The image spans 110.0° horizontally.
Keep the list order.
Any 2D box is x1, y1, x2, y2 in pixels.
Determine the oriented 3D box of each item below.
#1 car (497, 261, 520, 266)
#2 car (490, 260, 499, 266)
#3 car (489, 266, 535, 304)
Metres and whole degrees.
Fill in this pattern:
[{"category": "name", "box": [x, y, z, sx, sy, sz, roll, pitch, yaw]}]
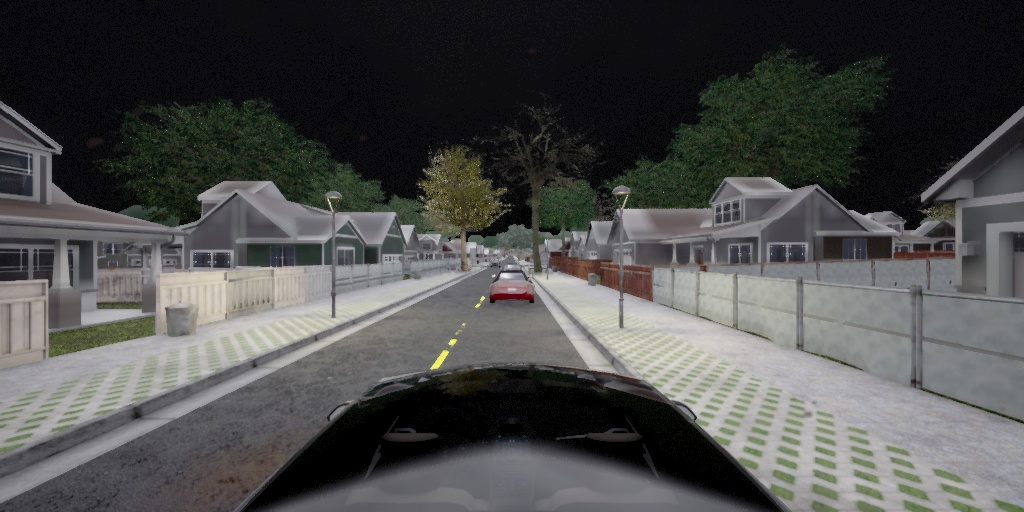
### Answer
[{"category": "car", "box": [0.000, 1.322, 31.501, 2.033, 1.411, 5.357, 0, 0, 0]}, {"category": "car", "box": [-2.750, 1.366, 60.501, 2.033, 1.411, 5.357, 0, 0, 0]}, {"category": "car", "box": [0.000, 1.325, 16.501, 1.994, 1.385, 4.181, 0, 0, 0]}]
